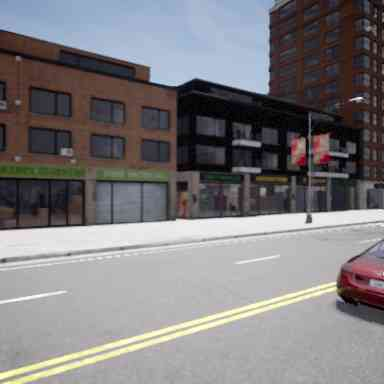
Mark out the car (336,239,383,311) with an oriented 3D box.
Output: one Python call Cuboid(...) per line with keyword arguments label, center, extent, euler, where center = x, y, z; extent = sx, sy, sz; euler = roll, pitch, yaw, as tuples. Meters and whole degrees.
Cuboid(label="car", center=(4.891, 1.577, 6.925), extent=(4.181, 1.385, 1.994), euler=(0, 0, -35))
